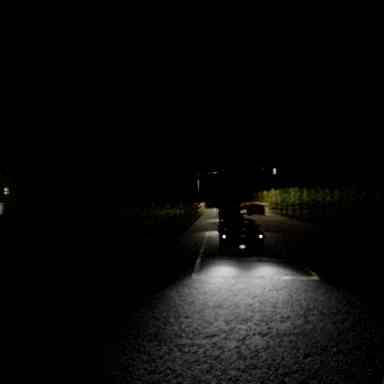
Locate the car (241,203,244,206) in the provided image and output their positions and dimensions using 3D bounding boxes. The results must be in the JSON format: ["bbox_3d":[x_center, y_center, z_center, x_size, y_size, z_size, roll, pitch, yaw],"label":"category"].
[{"bbox_3d":[9.414,2.619,58.810,1.812,1.442,4.674,-1,-1,4],"label":"car"}]

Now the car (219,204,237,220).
[{"bbox_3d":[4.005,2.218,37.618,1.837,1.490,4.892,-1,0,5],"label":"car"}]

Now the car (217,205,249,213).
[{"bbox_3d":[3.030,2.007,25.607,1.812,1.442,4.674,-1,-1,4],"label":"car"}]

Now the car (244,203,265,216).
[{"bbox_3d":[8.068,2.238,42.141,1.882,1.535,5.008,-1,-1,5],"label":"car"}]

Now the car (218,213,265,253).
[{"bbox_3d":[2.177,1.884,15.309,1.895,1.301,4.718,-1,-1,5],"label":"car"}]
